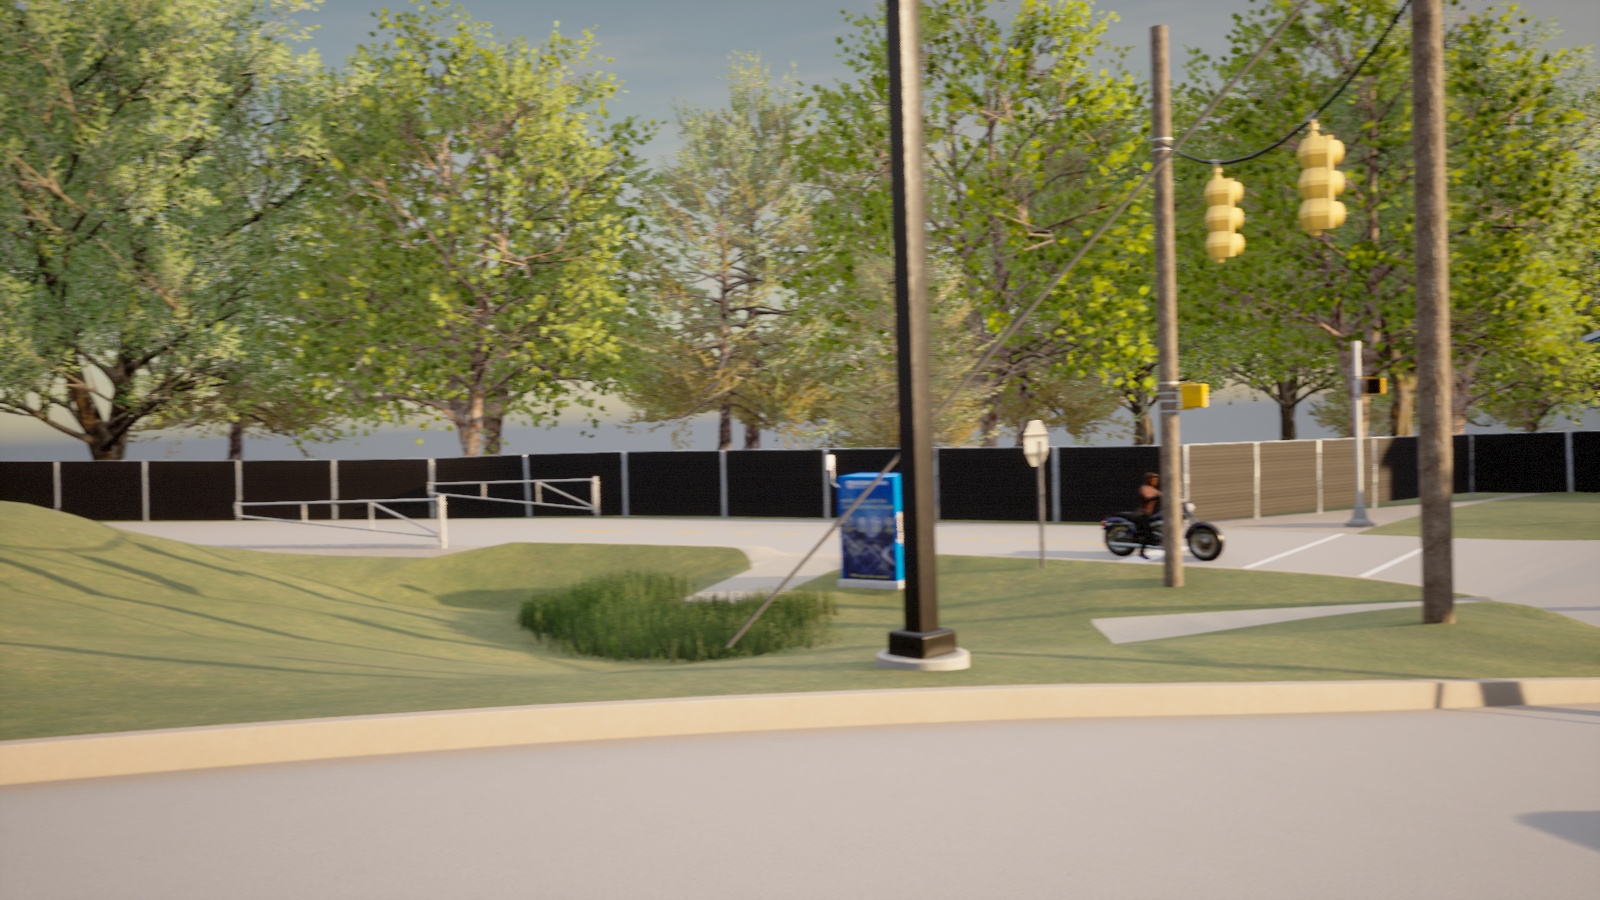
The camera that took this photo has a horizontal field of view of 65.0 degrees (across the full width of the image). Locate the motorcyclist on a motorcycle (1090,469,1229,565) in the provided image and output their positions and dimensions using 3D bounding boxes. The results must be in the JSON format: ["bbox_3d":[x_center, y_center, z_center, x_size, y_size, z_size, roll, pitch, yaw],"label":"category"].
[{"bbox_3d":[6.662,1.205,23.353,2.350,1.649,0.766,0,2,38],"label":"motorcyclist on a motorcycle"}]
